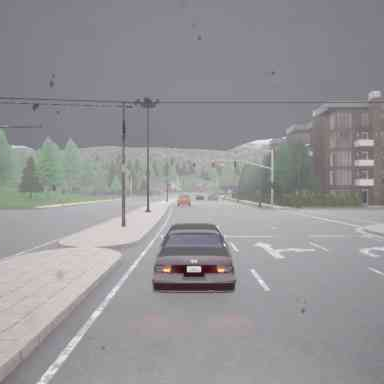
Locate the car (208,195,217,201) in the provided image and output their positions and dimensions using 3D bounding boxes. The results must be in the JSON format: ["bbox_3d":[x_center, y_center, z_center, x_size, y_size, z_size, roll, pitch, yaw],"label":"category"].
[{"bbox_3d":[5.543,1.539,85.587,2.033,1.411,5.357,0,0,0],"label":"car"}]

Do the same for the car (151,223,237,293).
[{"bbox_3d":[0.048,1.547,8.975,2.033,1.411,5.357,0,0,0],"label":"car"}]

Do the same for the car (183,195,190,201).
[{"bbox_3d":[-1.457,1.523,85.546,1.812,1.442,4.674,0,0,0],"label":"car"}]

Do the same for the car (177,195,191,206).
[{"bbox_3d":[-1.317,1.352,54.721,2.097,1.767,4.553,0,0,-1],"label":"car"}]

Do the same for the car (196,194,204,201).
[{"bbox_3d":[2.043,1.477,85.582,1.882,1.535,5.008,0,0,0],"label":"car"}]
